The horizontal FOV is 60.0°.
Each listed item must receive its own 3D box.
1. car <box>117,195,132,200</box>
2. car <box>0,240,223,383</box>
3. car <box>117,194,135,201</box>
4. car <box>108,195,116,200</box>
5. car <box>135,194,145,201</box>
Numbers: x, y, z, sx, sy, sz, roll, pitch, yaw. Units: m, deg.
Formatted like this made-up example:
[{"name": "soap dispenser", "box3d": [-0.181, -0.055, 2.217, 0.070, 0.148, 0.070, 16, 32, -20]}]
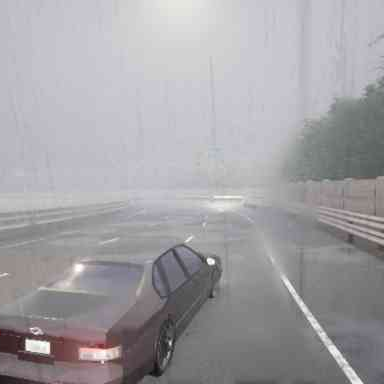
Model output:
[{"name": "car", "box3d": [-18.891, 1.440, 93.436, 2.033, 1.411, 5.357, 0, 0, -37]}, {"name": "car", "box3d": [-0.820, 1.548, 5.649, 2.033, 1.411, 5.357, 0, 0, 16]}, {"name": "car", "box3d": [-16.578, 1.566, 82.997, 1.994, 1.385, 4.181, 0, 0, -31]}, {"name": "car", "box3d": [-21.769, 1.459, 91.444, 1.994, 1.385, 4.181, 0, 0, -37]}, {"name": "car", "box3d": [-13.459, 1.532, 84.583, 2.128, 1.511, 4.902, 0, 0, -31]}]
